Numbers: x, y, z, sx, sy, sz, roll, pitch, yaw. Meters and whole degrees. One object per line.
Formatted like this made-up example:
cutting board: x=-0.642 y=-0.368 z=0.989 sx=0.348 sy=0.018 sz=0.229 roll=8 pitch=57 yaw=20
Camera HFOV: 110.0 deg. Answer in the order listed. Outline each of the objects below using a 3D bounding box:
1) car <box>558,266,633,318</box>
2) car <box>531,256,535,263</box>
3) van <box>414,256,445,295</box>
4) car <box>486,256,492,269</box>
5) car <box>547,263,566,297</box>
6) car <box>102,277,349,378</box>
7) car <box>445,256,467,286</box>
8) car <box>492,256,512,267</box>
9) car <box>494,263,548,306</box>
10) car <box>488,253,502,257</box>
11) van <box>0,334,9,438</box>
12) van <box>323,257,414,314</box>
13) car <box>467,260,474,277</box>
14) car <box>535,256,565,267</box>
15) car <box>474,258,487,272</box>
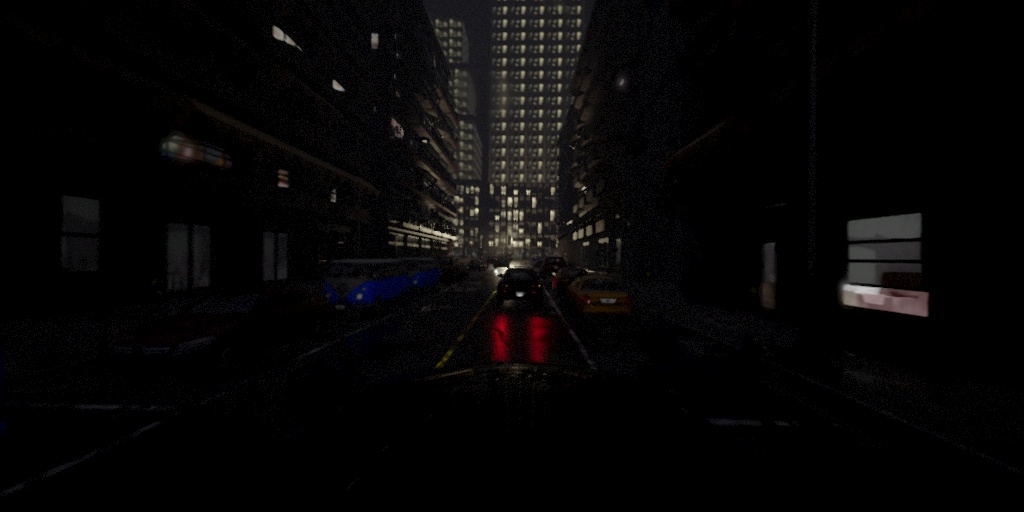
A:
car: x=2.838 y=1.249 z=12.682 sx=1.751 sy=1.417 sz=4.829 roll=0 pitch=0 yaw=2
car: x=4.009 y=1.061 z=52.146 sx=1.751 sy=1.417 sz=4.829 roll=0 pitch=0 yaw=2
van: x=-4.876 y=0.950 z=18.382 sx=1.690 sy=1.789 sz=3.998 roll=0 pitch=0 yaw=2
car: x=-4.045 y=0.999 z=46.401 sx=1.751 sy=1.417 sz=4.829 roll=0 pitch=0 yaw=2
car: x=3.000 y=1.241 z=18.149 sx=1.888 sy=1.381 sz=4.507 roll=0 pitch=0 yaw=2
car: x=-5.210 y=1.248 z=7.106 sx=1.802 sy=1.307 sz=4.207 roll=0 pitch=0 yaw=2
car: x=-4.709 y=0.896 z=24.020 sx=2.192 sy=1.841 sz=5.009 roll=0 pitch=0 yaw=2
car: x=-1.392 y=1.091 z=49.081 sx=1.994 sy=1.385 sz=4.181 roll=1 pitch=0 yaw=2
car: x=0.359 y=1.207 z=15.405 sx=1.812 sy=1.442 sz=4.674 roll=1 pitch=0 yaw=2
car: x=-3.538 y=0.714 z=63.485 sx=2.192 sy=1.841 sz=5.009 roll=0 pitch=0 yaw=2
van: x=-5.378 y=1.036 z=1.468 sx=1.690 sy=1.789 sz=3.998 roll=0 pitch=0 yaw=2
van: x=-5.043 y=0.978 z=12.744 sx=1.690 sy=1.789 sz=3.998 roll=0 pitch=0 yaw=2
car: x=-4.541 y=1.136 z=29.658 sx=1.802 sy=1.307 sz=4.207 roll=0 pitch=0 yaw=2
car: x=3.335 y=0.956 z=29.425 sx=2.192 sy=1.841 sz=5.009 roll=0 pitch=0 yaw=2
car: x=-4.207 y=1.082 z=40.933 sx=1.802 sy=1.307 sz=4.207 roll=0 pitch=0 yaw=2
